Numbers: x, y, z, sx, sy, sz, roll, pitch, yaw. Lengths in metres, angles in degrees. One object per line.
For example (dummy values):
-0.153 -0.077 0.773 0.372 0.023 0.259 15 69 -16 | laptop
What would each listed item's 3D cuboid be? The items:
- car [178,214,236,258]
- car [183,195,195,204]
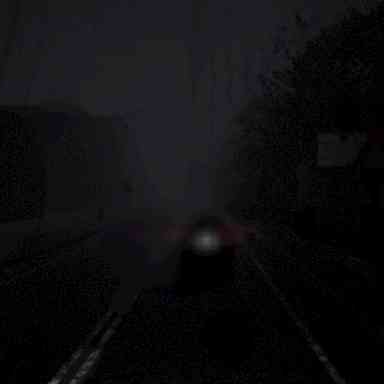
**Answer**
0.572 1.535 12.710 1.994 1.385 4.181 0 0 3 | car
-0.510 1.238 60.006 2.097 1.767 4.553 0 0 3 | car
